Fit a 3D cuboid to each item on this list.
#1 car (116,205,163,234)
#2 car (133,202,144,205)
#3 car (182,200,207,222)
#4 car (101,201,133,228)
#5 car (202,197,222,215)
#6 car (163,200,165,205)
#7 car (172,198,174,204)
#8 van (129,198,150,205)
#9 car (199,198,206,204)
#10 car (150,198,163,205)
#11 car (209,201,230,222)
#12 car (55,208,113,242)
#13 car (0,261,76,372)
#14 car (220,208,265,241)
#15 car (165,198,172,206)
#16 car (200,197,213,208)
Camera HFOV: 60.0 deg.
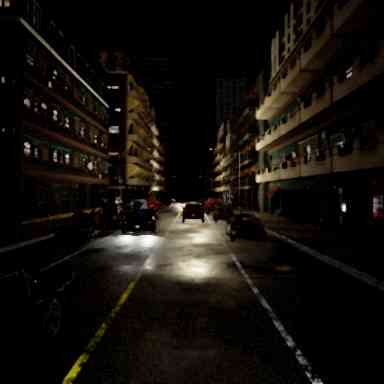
[{"bbox_3d":[-3.078,1.768,20.675,1.994,1.385,4.181,0,-1,0],"label":"car"},{"bbox_3d":[-5.655,1.832,28.599,2.008,1.369,4.403,-1,-1,0],"label":"car"},{"bbox_3d":[0.109,1.770,29.612,1.882,1.535,5.008,0,-1,0],"label":"car"},{"bbox_3d":[-5.659,1.667,22.998,1.967,1.590,4.097,-1,-1,0],"label":"car"},{"bbox_3d":[2.694,1.708,39.773,2.192,1.841,5.009,-1,-1,0],"label":"car"},{"bbox_3d":[-5.686,2.054,51.007,2.008,1.369,4.403,-1,-1,0],"label":"car"},{"bbox_3d":[-5.669,2.307,73.413,1.802,1.307,4.206,-1,-1,0],"label":"car"},{"bbox_3d":[-5.655,1.678,34.203,1.690,1.788,3.998,-1,-1,0],"label":"van"},{"bbox_3d":[2.718,2.421,90.357,1.752,1.417,4.829,-1,-1,0],"label":"car"},{"bbox_3d":[-5.674,1.762,45.407,2.192,1.841,5.009,-1,-1,0],"label":"car"},{"bbox_3d":[2.692,1.810,28.737,1.752,1.417,4.829,-1,-1,0],"label":"car"},{"bbox_3d":[-5.659,1.753,17.396,1.802,1.307,4.206,-1,-1,0],"label":"car"},{"bbox_3d":[-3.092,1.641,3.965,1.895,1.301,4.718,0,-1,0],"label":"car"},{"bbox_3d":[2.688,1.754,17.363,1.802,1.307,4.206,-1,-1,0],"label":"car"},{"bbox_3d":[-5.671,2.251,67.811,1.802,1.307,4.206,-1,-1,0],"label":"car"},{"bbox_3d":[2.704,1.930,62.180,2.192,1.841,5.009,-1,-1,0],"label":"car"}]
